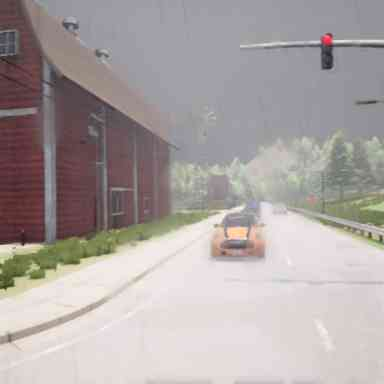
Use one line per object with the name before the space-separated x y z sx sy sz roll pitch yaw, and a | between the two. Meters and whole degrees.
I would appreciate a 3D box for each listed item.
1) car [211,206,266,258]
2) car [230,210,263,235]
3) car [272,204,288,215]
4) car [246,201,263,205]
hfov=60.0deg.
car | 2.090 1.705 14.413 2.097 1.767 4.553 -2 -2 11
car | 3.986 2.098 23.740 2.033 1.411 5.357 -2 -2 11
car | 12.600 2.487 47.629 1.812 1.442 4.674 -2 -2 11
car | 8.064 2.194 43.701 2.150 2.045 5.566 -2 -2 12
